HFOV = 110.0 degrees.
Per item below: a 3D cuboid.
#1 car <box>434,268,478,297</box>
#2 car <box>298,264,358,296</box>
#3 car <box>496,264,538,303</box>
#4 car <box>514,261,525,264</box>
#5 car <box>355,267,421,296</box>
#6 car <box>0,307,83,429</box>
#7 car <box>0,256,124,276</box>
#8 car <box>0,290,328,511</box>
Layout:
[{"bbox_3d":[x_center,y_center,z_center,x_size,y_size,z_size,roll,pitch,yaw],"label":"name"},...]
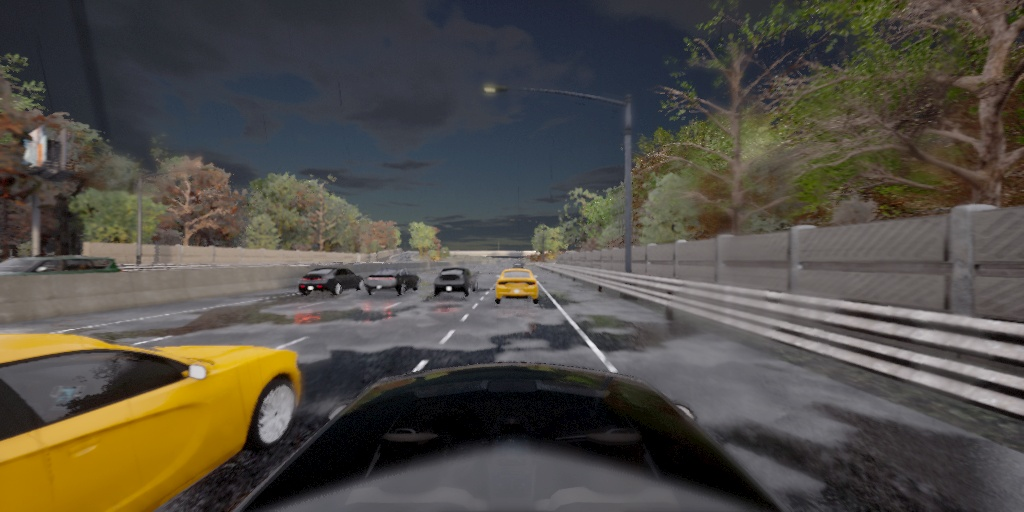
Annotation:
[{"bbox_3d":[-3.115,1.405,20.347,1.837,1.490,4.892,0,-1,1],"label":"car"},{"bbox_3d":[-10.113,1.385,20.489,1.837,1.490,4.892,0,-1,1],"label":"car"},{"bbox_3d":[0.244,1.367,17.766,1.882,1.535,5.008,0,-1,1],"label":"car"},{"bbox_3d":[0.926,1.830,60.415,1.812,1.442,4.674,0,-1,1],"label":"car"},{"bbox_3d":[-6.614,1.381,20.371,2.128,1.511,4.902,0,0,1],"label":"car"},{"bbox_3d":[-6.898,1.337,2.591,1.895,1.301,4.718,0,0,1],"label":"car"},{"bbox_3d":[-20.884,1.030,15.950,2.150,2.045,5.566,0,-1,1],"label":"car"},{"bbox_3d":[-3.406,1.221,2.170,1.882,1.535,5.008,0,0,1],"label":"car"}]
